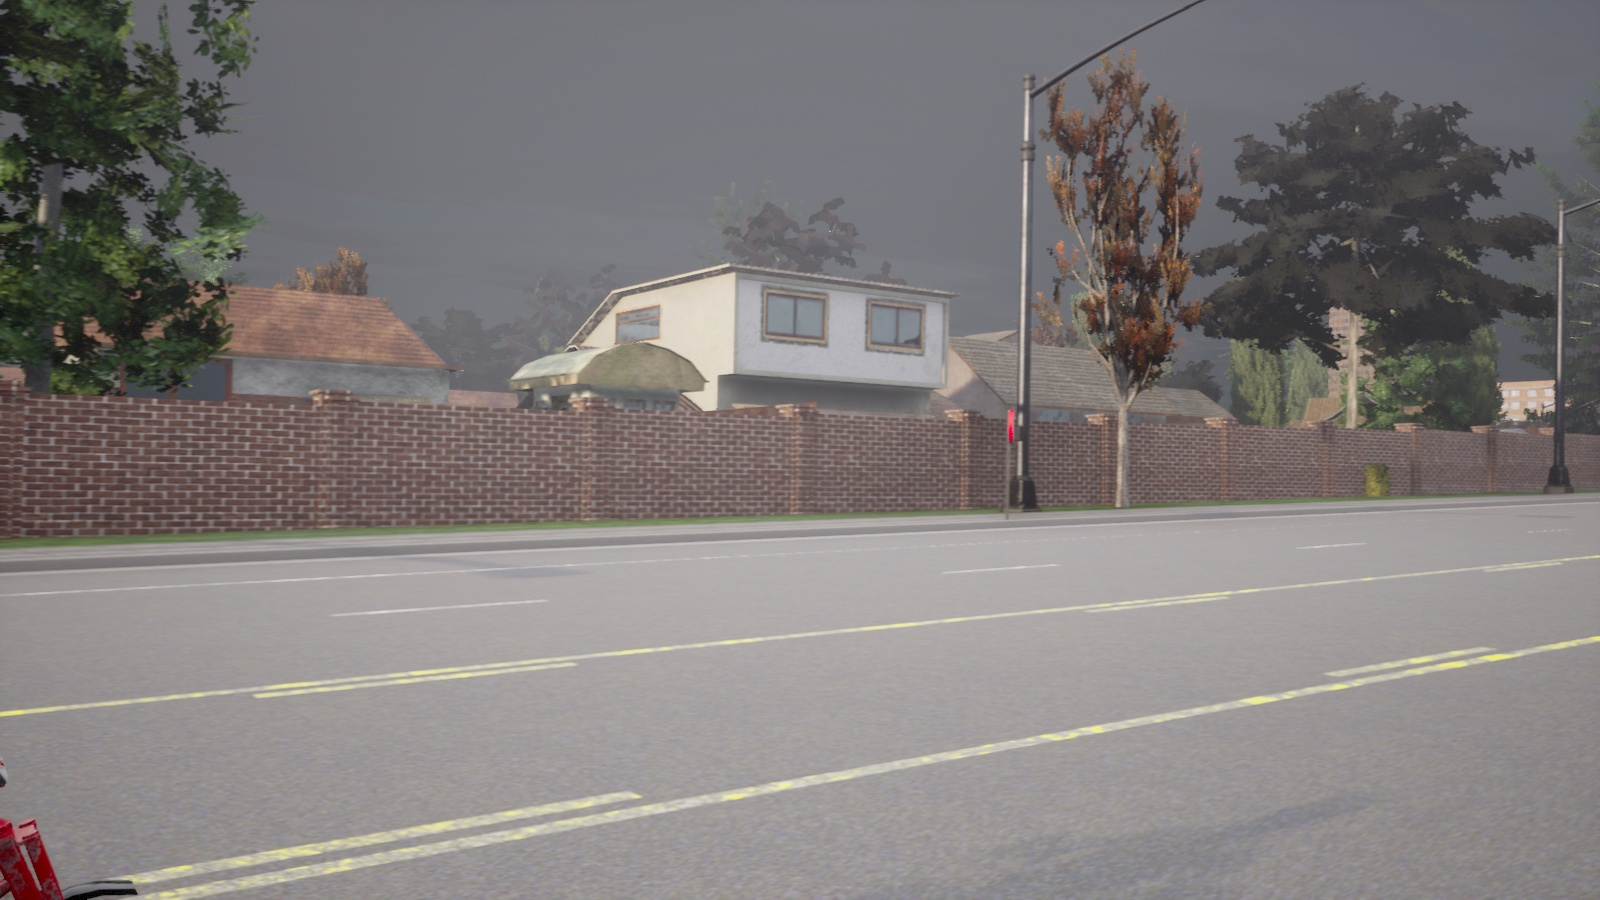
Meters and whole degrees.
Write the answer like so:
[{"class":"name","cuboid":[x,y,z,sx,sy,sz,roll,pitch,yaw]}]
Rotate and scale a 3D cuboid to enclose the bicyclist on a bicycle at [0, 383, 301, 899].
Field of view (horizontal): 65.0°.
[{"class":"bicyclist on a bicycle","cuboid":[-1.842,0.691,2.373,1.509,1.612,0.866,0,0,-35]}]
